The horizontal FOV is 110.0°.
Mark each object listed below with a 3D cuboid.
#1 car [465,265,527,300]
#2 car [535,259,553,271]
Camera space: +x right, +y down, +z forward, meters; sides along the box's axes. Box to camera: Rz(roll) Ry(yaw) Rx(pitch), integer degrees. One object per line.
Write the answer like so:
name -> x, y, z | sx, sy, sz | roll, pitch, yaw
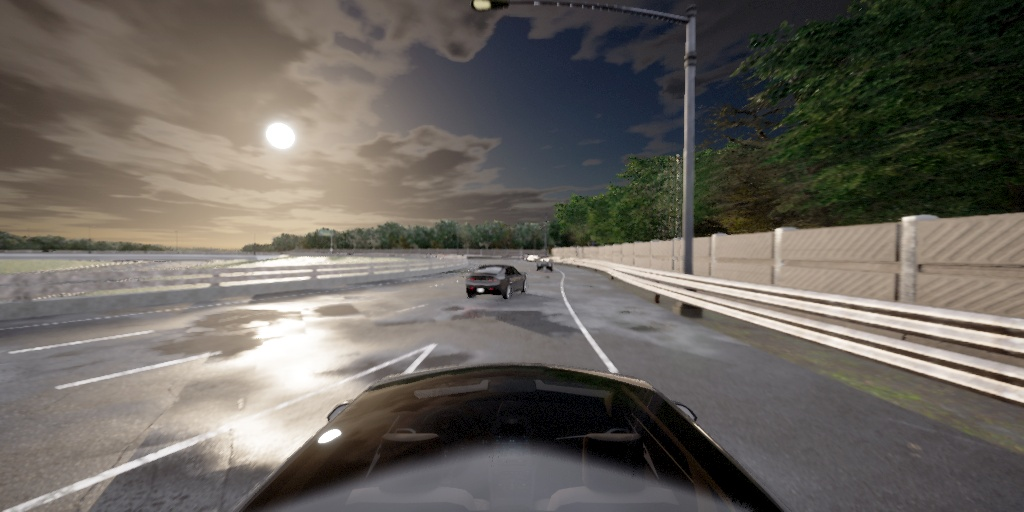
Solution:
car -> -0.603, 1.131, 16.846 | 1.837, 1.490, 4.892 | 1, 1, 16
car -> 3.841, 1.062, 43.401 | 1.895, 1.301, 4.718 | 1, 0, 2
